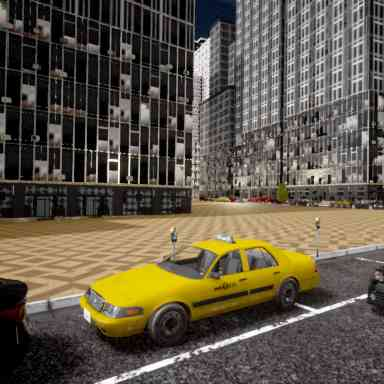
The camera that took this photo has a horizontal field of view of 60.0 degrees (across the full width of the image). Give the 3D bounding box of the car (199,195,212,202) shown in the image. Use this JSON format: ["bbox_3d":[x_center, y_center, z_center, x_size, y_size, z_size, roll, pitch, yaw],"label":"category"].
[{"bbox_3d":[3.612,1.698,89.813,2.192,1.841,5.009,1,-1,-22],"label":"car"}]

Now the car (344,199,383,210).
[{"bbox_3d":[22.592,1.653,43.201,2.008,1.369,4.403,1,-1,-22],"label":"car"}]

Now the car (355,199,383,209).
[{"bbox_3d":[27.776,1.833,51.363,2.008,1.369,4.403,1,-1,-22],"label":"car"}]

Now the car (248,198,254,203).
[{"bbox_3d":[15.114,2.051,82.450,1.802,1.307,4.206,1,-1,-22],"label":"car"}]

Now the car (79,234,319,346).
[{"bbox_3d":[0.420,1.528,6.330,4.829,1.417,1.752,0,1,-35],"label":"car"}]

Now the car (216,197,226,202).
[{"bbox_3d":[7.892,1.845,79.296,1.752,1.417,4.829,1,-1,-22],"label":"car"}]

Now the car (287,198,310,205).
[{"bbox_3d":[21.445,1.926,66.907,2.008,1.369,4.403,1,-1,-22],"label":"car"}]

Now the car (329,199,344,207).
[{"bbox_3d":[25.601,1.839,56.702,1.752,1.417,4.829,1,-1,-22],"label":"car"}]

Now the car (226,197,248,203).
[{"bbox_3d":[9.938,1.729,74.275,1.967,1.590,4.097,1,-1,-22],"label":"car"}]

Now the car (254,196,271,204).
[{"bbox_3d":[17.228,1.753,77.272,2.192,1.841,5.009,1,-1,-22],"label":"car"}]

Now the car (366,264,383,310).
[{"bbox_3d":[5.283,1.568,6.459,4.181,1.385,1.994,0,0,-34],"label":"car"}]

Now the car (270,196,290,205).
[{"bbox_3d":[16.266,1.636,58.739,1.967,1.590,4.097,1,-1,-22],"label":"car"}]

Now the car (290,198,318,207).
[{"bbox_3d":[18.374,1.715,53.559,2.008,1.369,4.403,1,-1,-22],"label":"car"}]

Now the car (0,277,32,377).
[{"bbox_3d":[-3.944,1.565,3.272,4.313,1.339,1.947,0,1,-36],"label":"car"}]
